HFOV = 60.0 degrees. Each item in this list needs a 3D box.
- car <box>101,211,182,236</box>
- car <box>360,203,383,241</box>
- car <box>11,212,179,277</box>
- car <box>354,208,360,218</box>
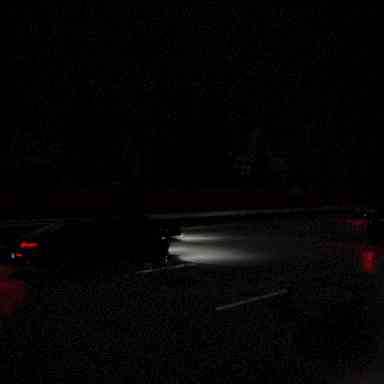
[{"bbox_3d":[-3.095,1.547,14.465,5.357,1.411,2.033,0,0,-36],"label":"car"},{"bbox_3d":[10.116,1.352,15.413,4.553,1.767,2.097,0,0,-36],"label":"car"},{"bbox_3d":[-2.932,1.526,10.272,4.674,1.442,1.812,0,0,-36],"label":"car"},{"bbox_3d":[15.797,1.601,28.191,4.718,1.301,1.895,0,0,-36],"label":"car"}]
